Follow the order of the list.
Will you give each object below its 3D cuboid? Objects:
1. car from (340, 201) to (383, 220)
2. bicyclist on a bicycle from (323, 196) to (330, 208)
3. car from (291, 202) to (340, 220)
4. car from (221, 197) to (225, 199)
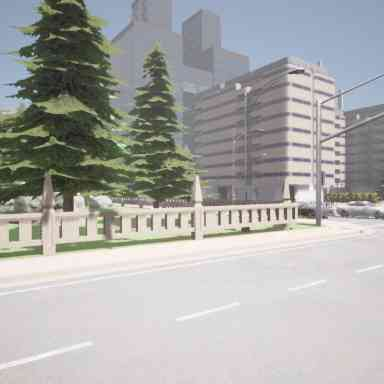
[{"bbox_3d":[14.662,1.526,28.253,1.812,1.442,4.674,0,0,-38],"label":"car"},{"bbox_3d":[17.409,1.302,43.008,1.656,1.620,0.582,0,0,-35],"label":"bicyclist on a bicycle"},{"bbox_3d":[9.613,1.547,28.988,2.033,1.411,5.357,0,0,-35],"label":"car"},{"bbox_3d":[3.534,1.351,43.562,2.097,1.767,4.553,0,0,-36],"label":"car"}]
